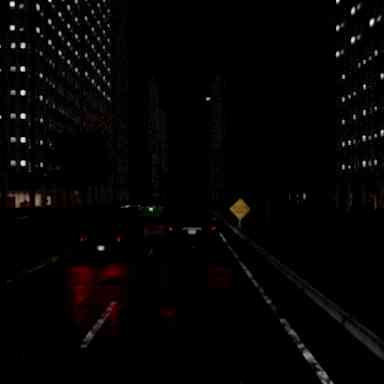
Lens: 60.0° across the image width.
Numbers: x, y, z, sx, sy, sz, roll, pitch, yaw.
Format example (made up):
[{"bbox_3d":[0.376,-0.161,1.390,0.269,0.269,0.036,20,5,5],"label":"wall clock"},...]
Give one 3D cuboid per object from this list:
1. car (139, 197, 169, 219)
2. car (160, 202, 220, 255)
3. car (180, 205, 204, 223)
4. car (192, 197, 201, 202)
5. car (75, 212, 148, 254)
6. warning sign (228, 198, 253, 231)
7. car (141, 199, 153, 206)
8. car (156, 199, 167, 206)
[{"bbox_3d":[-3.247,1.484,29.033,2.150,2.045,5.566,0,0,0],"label":"car"},{"bbox_3d":[0.003,1.480,14.064,2.097,1.767,4.553,0,-1,0],"label":"car"},{"bbox_3d":[0.004,1.869,29.099,1.895,1.301,4.718,0,0,0],"label":"car"},{"bbox_3d":[1.142,2.142,85.805,2.097,1.767,4.553,0,-1,0],"label":"car"},{"bbox_3d":[-3.248,1.731,14.095,1.895,1.301,4.718,0,0,0],"label":"car"},{"bbox_3d":[2.866,1.298,19.814,1.300,1.860,1.060,1,0,0],"label":"warning sign"},{"bbox_3d":[-9.746,2.254,71.756,1.895,1.301,4.718,0,-1,0],"label":"car"},{"bbox_3d":[-6.495,2.212,71.787,1.994,1.385,4.181,0,-1,0],"label":"car"}]
